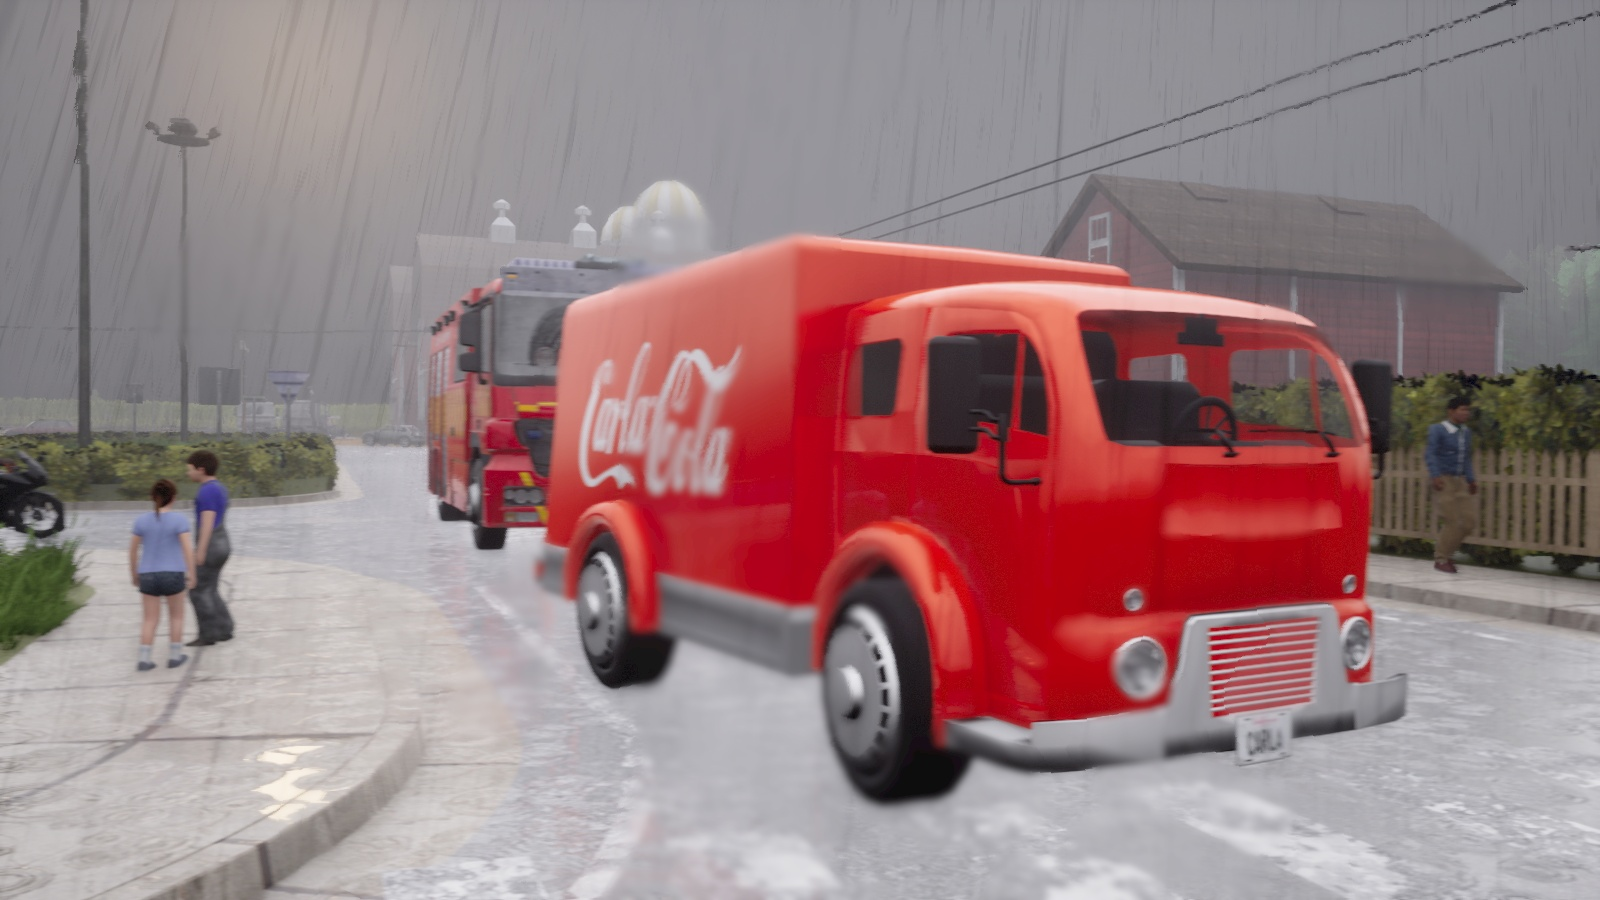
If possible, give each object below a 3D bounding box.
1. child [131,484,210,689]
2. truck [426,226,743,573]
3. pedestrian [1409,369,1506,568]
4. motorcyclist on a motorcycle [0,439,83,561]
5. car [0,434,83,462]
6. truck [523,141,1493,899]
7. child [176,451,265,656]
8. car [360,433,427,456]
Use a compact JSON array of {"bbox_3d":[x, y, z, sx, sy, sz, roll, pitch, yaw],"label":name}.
[{"bbox_3d":[-3.561,0.756,7.120,0.255,1.110,0.394,-1,1,-5],"label":"child"},{"bbox_3d":[-3.571,-0.626,18.327,2.891,3.827,8.468,-1,1,-21],"label":"truck"},{"bbox_3d":[6.648,0.174,12.725,0.423,1.949,0.788,-1,1,-20],"label":"pedestrian"},{"bbox_3d":[-10.470,0.631,16.108,2.044,1.523,0.797,-1,1,-14],"label":"motorcyclist on a motorcycle"},{"bbox_3d":[-50.994,-0.166,84.492,4.553,1.767,2.097,-1,1,-23],"label":"car"},{"bbox_3d":[0.528,0.192,6.972,2.627,2.467,5.204,-1,1,-29],"label":"truck"},{"bbox_3d":[-3.660,0.644,7.946,0.437,1.263,0.270,-1,1,-10],"label":"child"},{"bbox_3d":[-27.328,-0.378,84.518,3.806,1.475,1.970,-1,1,13],"label":"car"}]
